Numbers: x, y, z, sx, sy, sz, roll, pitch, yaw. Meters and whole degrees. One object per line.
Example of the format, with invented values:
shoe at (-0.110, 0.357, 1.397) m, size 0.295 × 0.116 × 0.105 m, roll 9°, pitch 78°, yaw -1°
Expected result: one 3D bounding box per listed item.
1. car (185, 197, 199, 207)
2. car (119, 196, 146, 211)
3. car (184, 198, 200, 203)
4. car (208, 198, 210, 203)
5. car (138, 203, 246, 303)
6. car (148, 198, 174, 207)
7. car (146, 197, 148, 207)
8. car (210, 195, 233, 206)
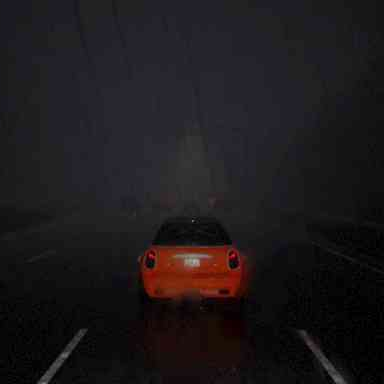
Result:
car at (0.002, 1.497, 48.634) m, size 1.895 × 1.301 × 4.718 m, roll 0°, pitch 0°, yaw 0°
car at (-6.998, 1.270, 38.511) m, size 2.097 × 1.767 × 4.553 m, roll 0°, pitch 0°, yaw 0°
car at (0.002, 1.519, 38.604) m, size 1.895 × 1.301 × 4.718 m, roll 0°, pitch 0°, yaw 0°
car at (3.502, 1.249, 48.544) m, size 2.097 × 1.767 × 4.553 m, roll 0°, pitch 0°, yaw 0°
car at (0.000, 1.334, 8.333) m, size 2.097 × 1.767 × 4.553 m, roll 0°, pitch 0°, yaw 0°
car at (-3.498, 1.396, 38.157) m, size 1.882 × 1.535 × 5.008 m, roll 0°, pitch 0°, yaw 0°
car at (-6.998, 1.460, 48.588) m, size 1.994 × 1.385 × 4.181 m, roll 0°, pitch 0°, yaw 0°
car at (3.502, 1.396, 38.157) m, size 1.882 × 1.535 × 5.008 m, roll 0°, pitch 0°, yaw 0°
